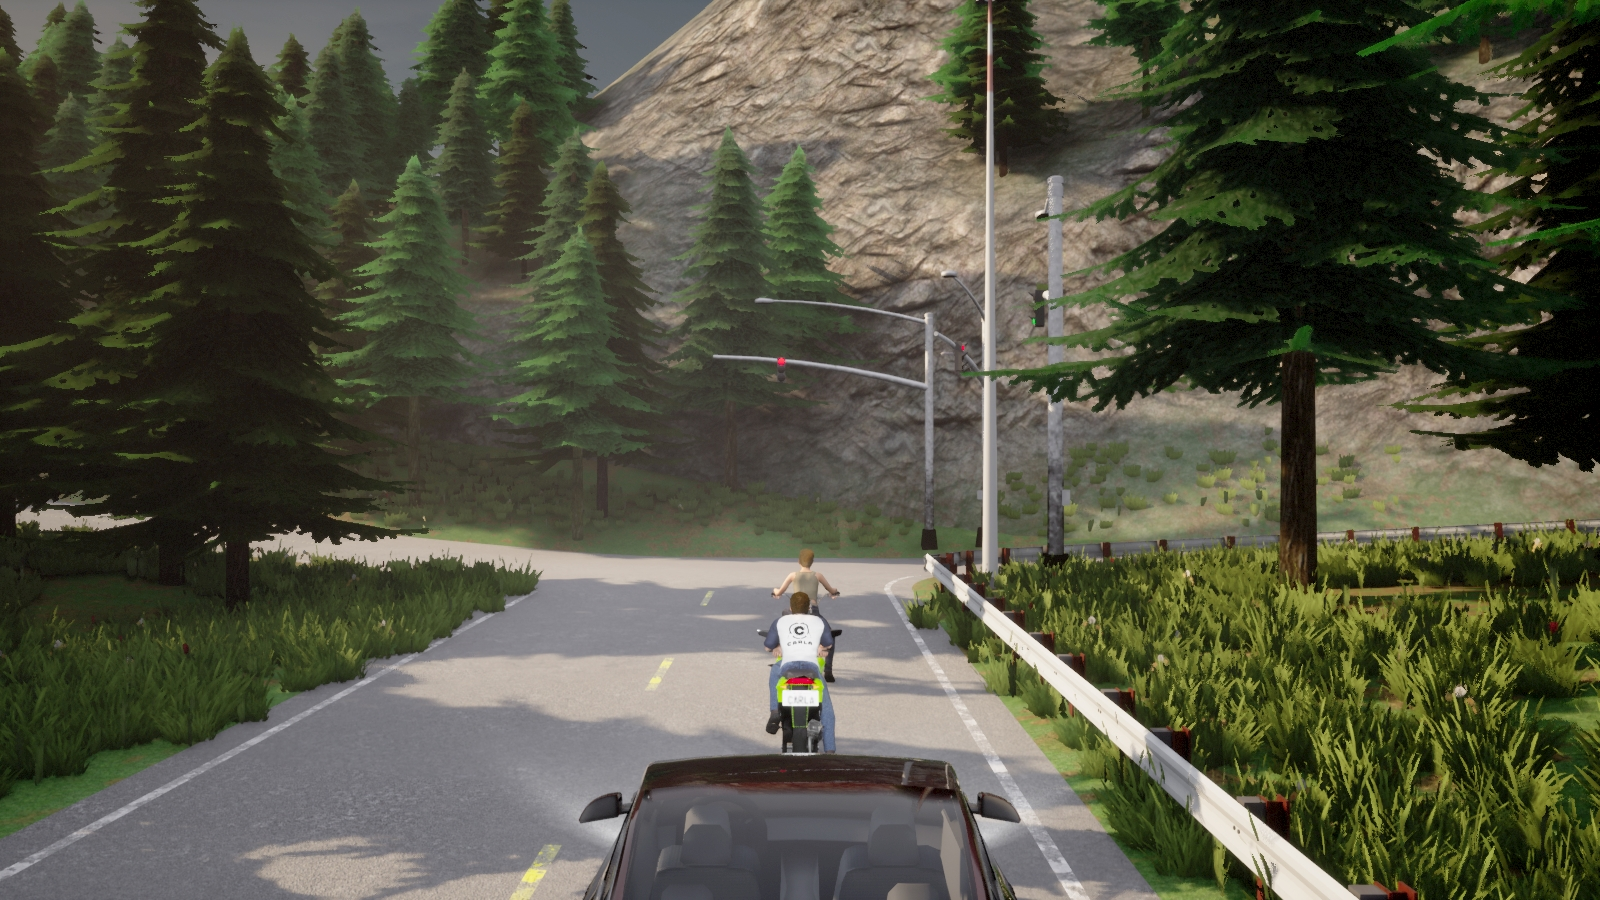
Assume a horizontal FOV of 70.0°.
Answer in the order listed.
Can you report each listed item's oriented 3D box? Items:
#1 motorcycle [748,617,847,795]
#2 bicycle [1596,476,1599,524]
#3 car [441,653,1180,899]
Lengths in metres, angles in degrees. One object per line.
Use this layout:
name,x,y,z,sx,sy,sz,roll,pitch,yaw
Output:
motorcycle,-0.020,2.213,10.238,0.803,1.145,2.033,0,0,0
bicycle,21.727,1.355,29.474,1.835,1.471,0.329,-5,-2,26
car,0.029,2.063,5.012,2.163,1.488,4.792,0,0,0
